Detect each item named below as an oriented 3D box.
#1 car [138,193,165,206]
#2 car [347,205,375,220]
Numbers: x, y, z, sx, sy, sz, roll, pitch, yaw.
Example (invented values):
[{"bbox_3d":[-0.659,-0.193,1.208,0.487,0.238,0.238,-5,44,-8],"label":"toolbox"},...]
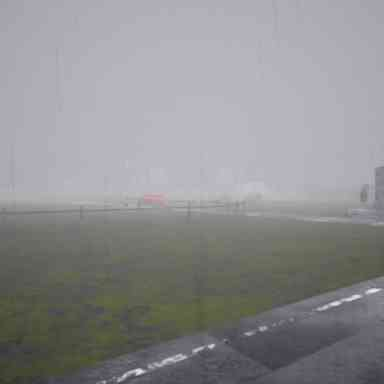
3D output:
[{"bbox_3d":[-6.462,1.212,52.959,2.150,2.045,5.566,1,-1,-40],"label":"car"},{"bbox_3d":[14.757,1.641,26.076,1.895,1.301,4.718,1,-1,-35],"label":"car"}]
